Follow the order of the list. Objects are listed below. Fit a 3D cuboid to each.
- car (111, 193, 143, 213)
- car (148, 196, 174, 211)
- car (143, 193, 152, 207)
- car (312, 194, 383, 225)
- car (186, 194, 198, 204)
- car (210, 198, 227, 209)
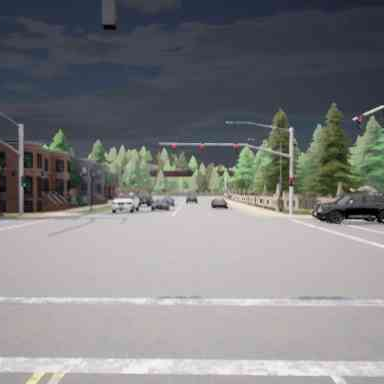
[{"bbox_3d":[-7.095,1.133,35.970,2.150,2.045,5.566,0,0,0],"label":"car"},{"bbox_3d":[-3.586,1.469,38.665,1.994,1.385,4.181,0,0,0],"label":"car"},{"bbox_3d":[-7.085,1.101,49.148,2.150,2.045,5.566,0,0,0],"label":"car"},{"bbox_3d":[11.394,1.164,23.226,5.566,2.045,2.150,0,0,0],"label":"car"},{"bbox_3d":[-0.039,1.203,60.579,2.097,1.767,4.553,0,0,0],"label":"car"},{"bbox_3d":[3.571,1.455,44.401,1.994,1.385,4.181,0,0,0],"label":"car"}]
